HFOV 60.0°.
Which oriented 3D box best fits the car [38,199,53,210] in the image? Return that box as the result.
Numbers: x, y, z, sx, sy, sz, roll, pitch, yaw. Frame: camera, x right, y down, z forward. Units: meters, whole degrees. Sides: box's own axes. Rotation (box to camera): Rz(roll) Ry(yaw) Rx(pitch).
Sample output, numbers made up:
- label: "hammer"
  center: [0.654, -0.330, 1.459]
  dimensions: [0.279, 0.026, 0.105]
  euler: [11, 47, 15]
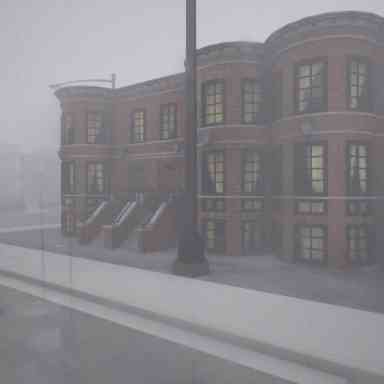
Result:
- label: "car"
  center: [-17.273, 1.478, 42.933]
  dimensions: [1.882, 1.535, 5.008]
  euler: [0, 0, 35]

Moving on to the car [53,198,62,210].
- label: "car"
  center: [-14.209, 1.601, 41.203]
  dimensions: [1.895, 1.301, 4.718]
  euler: [0, 0, 36]

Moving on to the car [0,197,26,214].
- label: "car"
  center: [-19.492, 1.352, 33.798]
  dimensions: [2.097, 1.767, 4.553]
  euler: [0, 0, 35]
